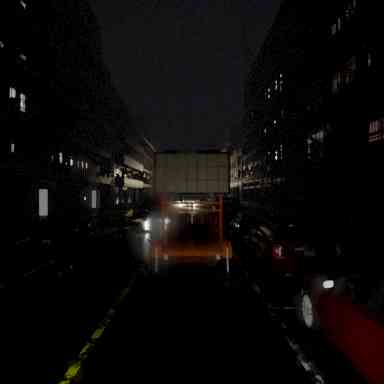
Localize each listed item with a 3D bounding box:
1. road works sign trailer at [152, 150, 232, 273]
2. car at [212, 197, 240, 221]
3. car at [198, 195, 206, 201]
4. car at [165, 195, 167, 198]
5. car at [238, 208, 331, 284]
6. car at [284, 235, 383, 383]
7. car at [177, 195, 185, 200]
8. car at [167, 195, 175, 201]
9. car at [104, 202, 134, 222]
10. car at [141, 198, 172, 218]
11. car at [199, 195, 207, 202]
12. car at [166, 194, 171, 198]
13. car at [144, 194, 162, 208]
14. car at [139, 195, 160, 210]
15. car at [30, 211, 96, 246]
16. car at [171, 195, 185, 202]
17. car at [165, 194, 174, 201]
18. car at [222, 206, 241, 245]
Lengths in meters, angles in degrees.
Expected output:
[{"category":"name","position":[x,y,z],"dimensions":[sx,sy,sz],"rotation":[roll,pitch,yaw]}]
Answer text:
[{"category":"road works sign trailer","position":[0.003,0.464,10.692],"dimensions":[2.380,3.560,2.880],"rotation":[0,0,0]},{"category":"car","position":[2.701,1.312,26.468],"dimensions":[2.192,1.841,5.009],"rotation":[0,0,0]},{"category":"car","position":[2.719,1.516,88.468],"dimensions":[1.887,1.381,4.507],"rotation":[0,0,0]},{"category":"car","position":[-5.673,1.569,54.657],"dimensions":[1.802,1.307,4.206],"rotation":[0,0,0]},{"category":"car","position":[2.694,1.440,9.559],"dimensions":[1.967,1.590,4.097],"rotation":[0,0,0]},{"category":"car","position":[2.693,1.545,3.922],"dimensions":[1.887,1.381,4.507],"rotation":[0,0,0]},{"category":"car","position":[-2.972,1.477,90.643],"dimensions":[1.837,1.490,4.892],"rotation":[0,0,0]},{"category":"car","position":[-5.662,1.516,88.475],"dimensions":[1.887,1.381,4.507],"rotation":[0,0,0]},{"category":"car","position":[-5.681,1.522,26.304],"dimensions":[1.752,1.417,4.829],"rotation":[0,0,0]},{"category":"car","position":[-3.091,1.522,29.929],"dimensions":[1.812,1.442,4.674],"rotation":[0,0,0]},{"category":"car","position":[2.715,1.502,77.365],"dimensions":[1.752,1.417,4.829],"rotation":[0,0,0]},{"category":"car","position":[-5.664,1.292,77.202],"dimensions":[2.192,1.841,5.009],"rotation":[0,0,0]},{"category":"car","position":[-5.673,1.305,49.020],"dimensions":[2.192,1.841,5.009],"rotation":[0,0,0]},{"category":"car","position":[-5.676,1.432,43.384],"dimensions":[1.967,1.590,4.097],"rotation":[0,0,0]},{"category":"car","position":[-5.685,1.565,15.200],"dimensions":[1.947,1.339,4.313],"rotation":[0,0,0]},{"category":"car","position":[-2.978,1.501,71.142],"dimensions":[1.812,1.442,4.674],"rotation":[0,0,0]},{"category":"car","position":[-5.663,1.414,82.838],"dimensions":[1.967,1.590,4.097],"rotation":[0,0,0]},{"category":"car","position":[2.696,1.550,15.195],"dimensions":[2.008,1.369,4.403],"rotation":[0,0,0]}]
